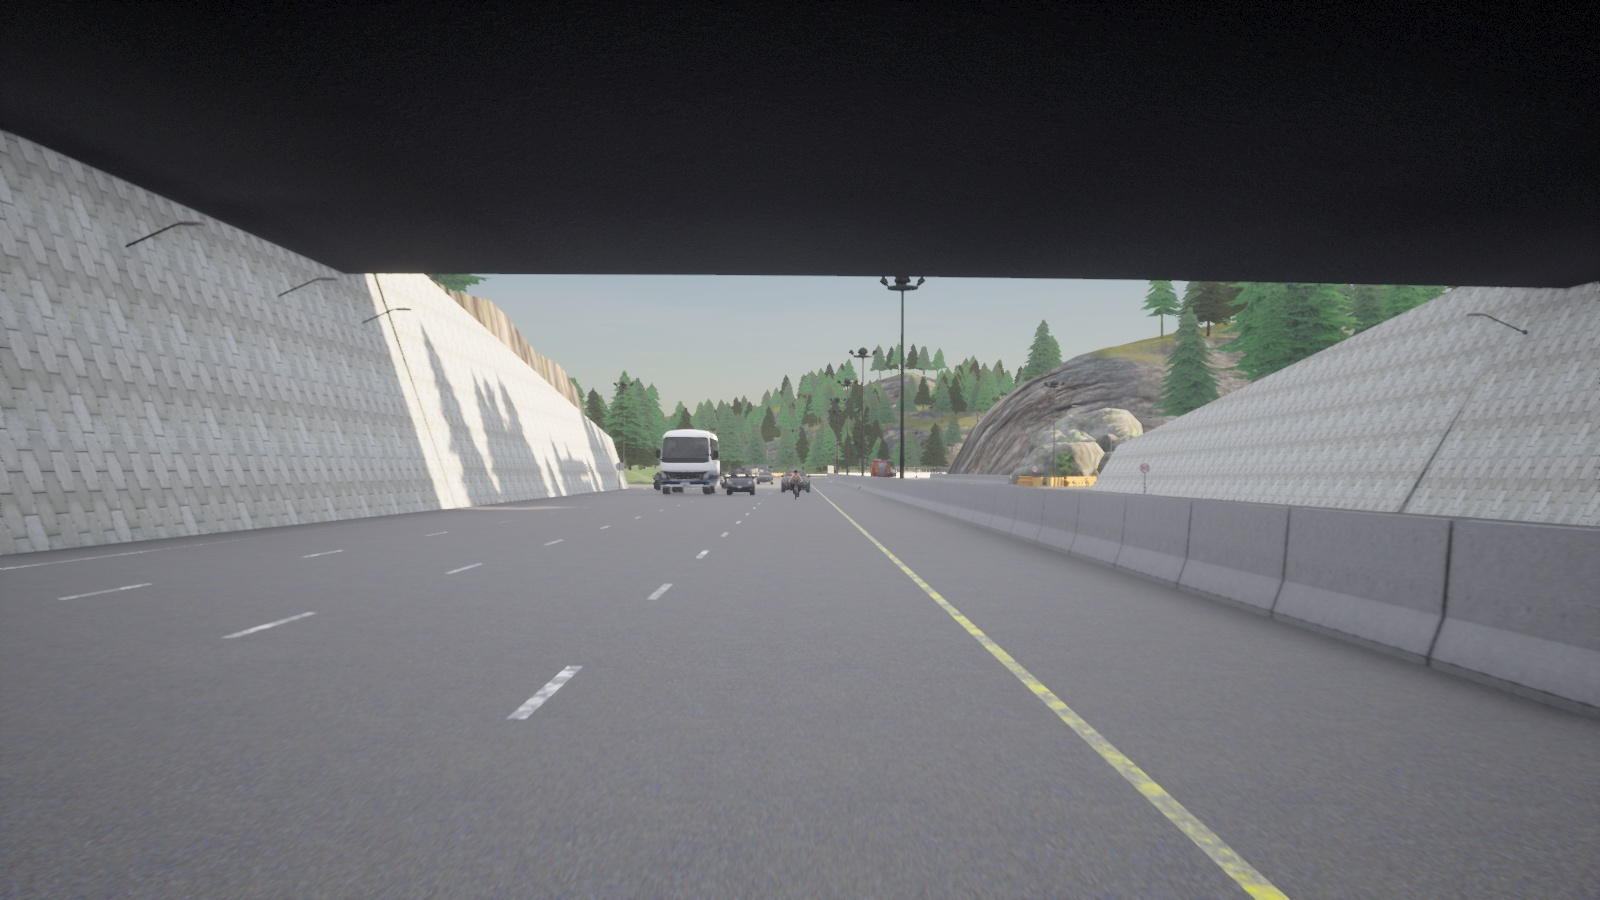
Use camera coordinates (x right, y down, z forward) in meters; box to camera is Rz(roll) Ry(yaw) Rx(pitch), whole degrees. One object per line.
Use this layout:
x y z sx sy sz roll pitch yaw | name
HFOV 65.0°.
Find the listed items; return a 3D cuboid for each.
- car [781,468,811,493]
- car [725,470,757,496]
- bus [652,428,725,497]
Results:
-0.289 2.187 90.331 2.097 1.767 4.553 0 -1 0 | car
-3.752 2.067 79.985 1.851 1.617 3.988 0 -1 0 | car
-7.270 0.865 83.502 3.944 4.253 10.273 0 -1 0 | bus
